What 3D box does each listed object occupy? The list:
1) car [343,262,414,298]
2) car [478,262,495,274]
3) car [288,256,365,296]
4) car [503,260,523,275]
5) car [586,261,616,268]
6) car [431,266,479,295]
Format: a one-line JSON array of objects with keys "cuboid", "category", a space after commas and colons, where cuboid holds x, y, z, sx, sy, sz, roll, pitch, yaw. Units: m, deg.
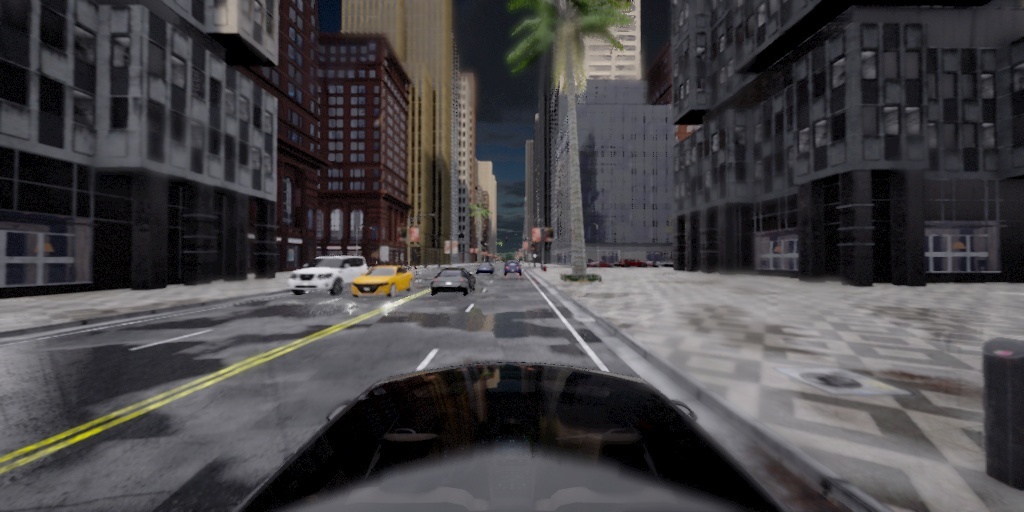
[{"cuboid": [-6.601, 1.245, 18.794, 1.882, 1.535, 5.008, 0, 0, 0], "category": "car"}, {"cuboid": [-3.153, 1.432, 43.074, 1.994, 1.385, 4.181, 0, 0, 0], "category": "car"}, {"cuboid": [-9.851, 0.993, 19.870, 2.150, 2.045, 5.566, 0, 0, 0], "category": "car"}, {"cuboid": [0.103, 1.374, 39.814, 1.812, 1.442, 4.674, 0, -1, 0], "category": "car"}, {"cuboid": [15.314, 1.509, 62.217, 4.207, 1.307, 1.802, 0, 0, -1], "category": "car"}, {"cuboid": [-3.151, 1.334, 19.853, 1.994, 1.385, 4.181, 0, 0, 0], "category": "car"}]
